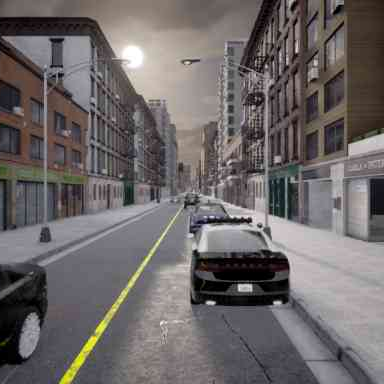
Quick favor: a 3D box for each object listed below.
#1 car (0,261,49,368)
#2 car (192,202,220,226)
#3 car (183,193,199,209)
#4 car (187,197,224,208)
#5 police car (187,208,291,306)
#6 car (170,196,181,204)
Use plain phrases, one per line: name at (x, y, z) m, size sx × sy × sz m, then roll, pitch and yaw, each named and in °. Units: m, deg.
car at (-3.099, 1.477, 2.999) m, size 1.882 × 1.535 × 5.008 m, roll 0°, pitch 0°, yaw 0°
car at (0.916, 1.520, 24.123) m, size 1.812 × 1.442 × 4.674 m, roll 0°, pitch 0°, yaw 0°
car at (0.034, 1.196, 45.215) m, size 2.150 × 2.045 × 5.566 m, roll 0°, pitch 0°, yaw 0°
car at (0.911, 1.348, 18.094) m, size 2.097 × 1.767 × 4.553 m, roll 0°, pitch 0°, yaw 0°
police car at (0.905, 1.424, 8.233) m, size 1.930 × 1.638 × 5.238 m, roll 0°, pitch 0°, yaw 0°
car at (-2.959, 1.439, 60.291) m, size 2.128 × 1.511 × 4.902 m, roll 0°, pitch 0°, yaw 0°
